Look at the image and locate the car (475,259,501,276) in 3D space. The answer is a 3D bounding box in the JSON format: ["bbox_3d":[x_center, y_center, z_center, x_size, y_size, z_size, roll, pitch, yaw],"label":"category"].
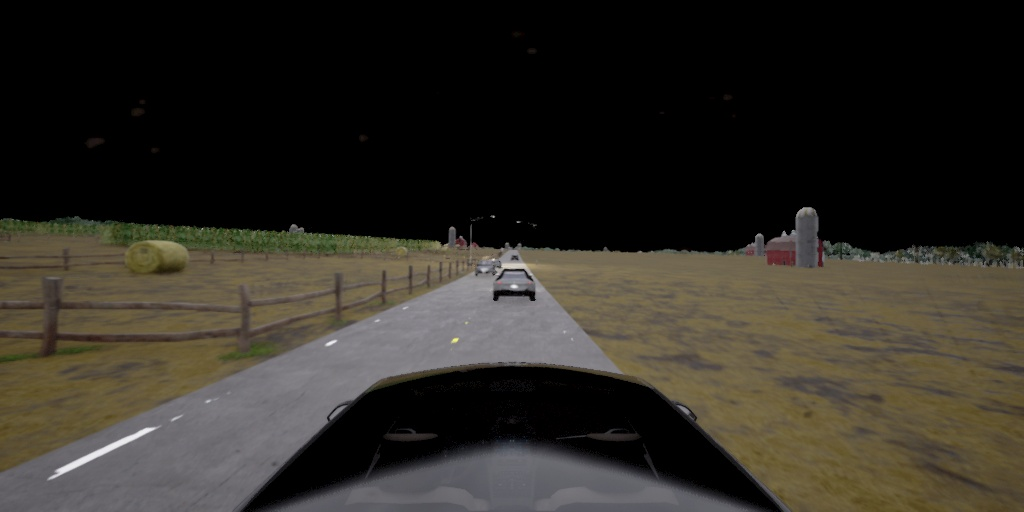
[{"bbox_3d":[-2.492,1.123,34.904,2.128,1.511,4.902,0,1,0],"label":"car"}]

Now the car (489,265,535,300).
[{"bbox_3d":[0.117,1.316,17.845,1.994,1.385,4.181,0,0,0],"label":"car"}]
